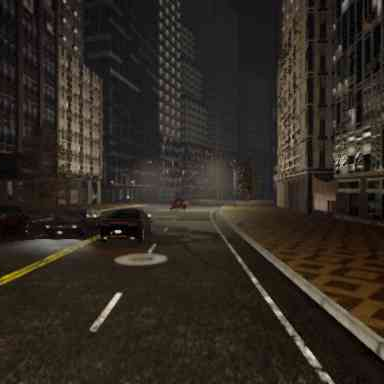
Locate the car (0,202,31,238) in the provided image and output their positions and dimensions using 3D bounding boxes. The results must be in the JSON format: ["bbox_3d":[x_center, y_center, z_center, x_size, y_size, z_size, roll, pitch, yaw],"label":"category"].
[{"bbox_3d":[-9.800,1.427,16.121,2.097,1.767,4.553,0,0,0],"label":"car"}]

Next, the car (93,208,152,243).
[{"bbox_3d":[-3.156,1.555,16.654,1.882,1.535,5.008,0,0,0],"label":"car"}]

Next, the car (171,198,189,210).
[{"bbox_3d":[-1.639,1.603,47.900,2.097,1.767,4.553,0,0,6],"label":"car"}]

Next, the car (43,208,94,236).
[{"bbox_3d":[-6.525,1.638,19.124,2.033,1.411,5.357,0,0,0],"label":"car"}]
